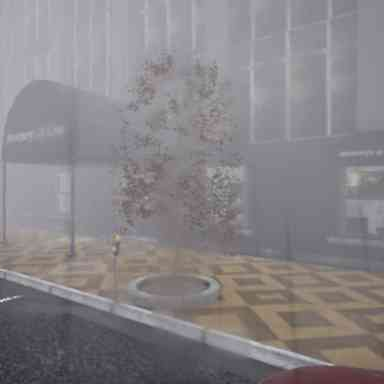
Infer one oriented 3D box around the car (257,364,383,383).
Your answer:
[{"bbox_3d":[2.112,1.587,1.363,4.206,1.307,1.802,0,0,36],"label":"car"}]
